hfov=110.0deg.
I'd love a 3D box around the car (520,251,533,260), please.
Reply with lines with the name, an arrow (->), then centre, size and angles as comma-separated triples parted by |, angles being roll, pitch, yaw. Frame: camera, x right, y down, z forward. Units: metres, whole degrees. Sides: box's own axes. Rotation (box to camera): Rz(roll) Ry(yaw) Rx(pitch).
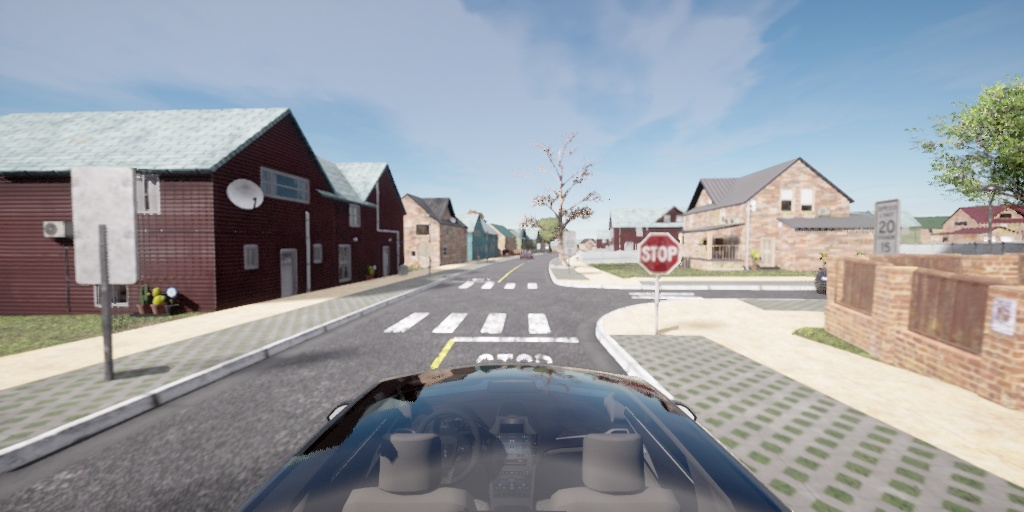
car -> 2.543, -0.109, 61.259 | 1.994, 1.385, 4.181 | 0, 1, 9

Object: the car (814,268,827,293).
car -> 13.309, 0.753, 12.555 | 4.181, 1.385, 1.994 | -1, 2, 13
